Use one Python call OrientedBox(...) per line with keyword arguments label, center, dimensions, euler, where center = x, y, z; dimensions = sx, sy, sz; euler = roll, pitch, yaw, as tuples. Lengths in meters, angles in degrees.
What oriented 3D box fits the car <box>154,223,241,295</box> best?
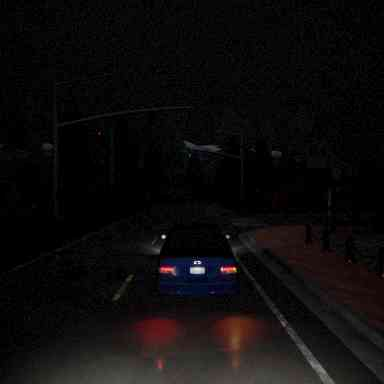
OrientedBox(label="car", center=(0.102, 1.548, 8.860), dimensions=(2.033, 1.411, 5.357), euler=(0, 0, 0))
